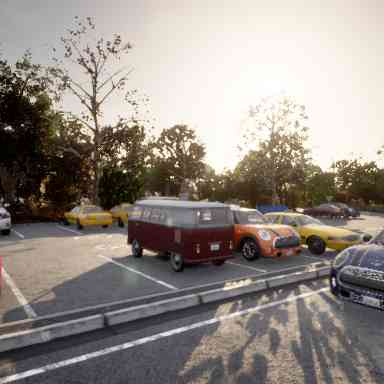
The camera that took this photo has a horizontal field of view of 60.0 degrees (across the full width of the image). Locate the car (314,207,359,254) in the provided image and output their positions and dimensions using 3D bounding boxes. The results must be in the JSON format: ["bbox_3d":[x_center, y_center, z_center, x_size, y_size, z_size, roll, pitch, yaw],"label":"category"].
[{"bbox_3d":[4.374,1.559,14.192,1.946,1.575,5.366,1,-1,-36],"label":"car"}]

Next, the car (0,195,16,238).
[{"bbox_3d":[-11.424,1.205,18.130,2.435,2.045,5.566,0,0,-36],"label":"car"}]

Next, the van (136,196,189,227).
[{"bbox_3d":[-2.303,1.346,24.585,1.878,1.987,4.442,1,-1,-36],"label":"van"}]

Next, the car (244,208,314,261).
[{"bbox_3d":[1.881,1.396,12.664,2.185,1.767,4.553,1,-1,-36],"label":"car"}]

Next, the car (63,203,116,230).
[{"bbox_3d":[-6.910,1.499,21.642,1.946,1.575,5.366,1,0,-36],"label":"car"}]

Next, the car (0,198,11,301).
[{"bbox_3d":[-5.603,1.198,7.265,2.435,2.045,5.566,0,0,-36],"label":"car"}]

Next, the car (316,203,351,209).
[{"bbox_3d":[14.515,2.118,36.796,2.002,1.452,4.674,2,-1,-36],"label":"car"}]

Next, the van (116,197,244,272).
[{"bbox_3d":[-0.632,1.265,10.959,1.878,1.987,4.442,1,0,-36],"label":"van"}]

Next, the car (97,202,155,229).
[{"bbox_3d":[-4.750,1.530,23.196,1.946,1.575,5.366,1,-1,-36],"label":"car"}]

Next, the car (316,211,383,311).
[{"bbox_3d":[5.053,1.394,7.281,4.553,1.767,2.097,1,0,-35],"label":"car"}]
